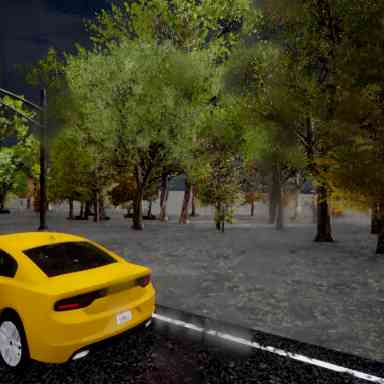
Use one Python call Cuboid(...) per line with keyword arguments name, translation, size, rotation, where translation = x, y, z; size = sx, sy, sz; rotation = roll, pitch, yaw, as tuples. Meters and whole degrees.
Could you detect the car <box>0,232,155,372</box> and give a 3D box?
Cuboid(name="car", translation=(-2.900, 1.444, 5.749), size=(5.008, 1.535, 1.882), rotation=(1, 0, 35))
